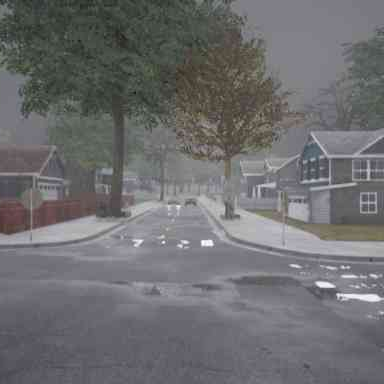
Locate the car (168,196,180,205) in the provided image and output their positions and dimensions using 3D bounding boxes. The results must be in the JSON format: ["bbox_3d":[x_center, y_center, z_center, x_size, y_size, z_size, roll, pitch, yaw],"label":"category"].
[{"bbox_3d":[-2.993,1.458,56.425,1.837,1.490,4.892,0,0,0],"label":"car"}]

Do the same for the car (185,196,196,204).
[{"bbox_3d":[-0.268,1.495,62.269,2.033,1.411,5.357,0,0,0],"label":"car"}]

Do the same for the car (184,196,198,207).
[{"bbox_3d":[-0.223,1.462,51.846,1.837,1.490,4.892,0,0,0],"label":"car"}]
